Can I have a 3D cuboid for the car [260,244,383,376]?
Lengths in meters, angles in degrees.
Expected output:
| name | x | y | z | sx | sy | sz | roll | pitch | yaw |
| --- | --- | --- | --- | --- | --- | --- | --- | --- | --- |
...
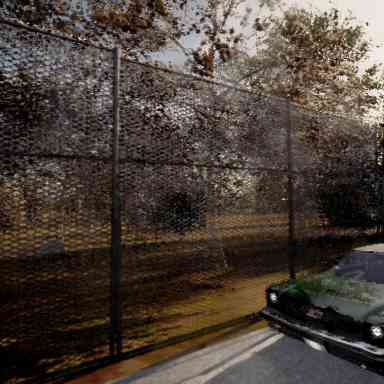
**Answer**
| name | x | y | z | sx | sy | sz | roll | pitch | yaw |
| --- | --- | --- | --- | --- | --- | --- | --- | --- | --- |
| car | 3.335 | 1.613 | 5.446 | 4.718 | 1.301 | 1.895 | 0 | 0 | -35 |
